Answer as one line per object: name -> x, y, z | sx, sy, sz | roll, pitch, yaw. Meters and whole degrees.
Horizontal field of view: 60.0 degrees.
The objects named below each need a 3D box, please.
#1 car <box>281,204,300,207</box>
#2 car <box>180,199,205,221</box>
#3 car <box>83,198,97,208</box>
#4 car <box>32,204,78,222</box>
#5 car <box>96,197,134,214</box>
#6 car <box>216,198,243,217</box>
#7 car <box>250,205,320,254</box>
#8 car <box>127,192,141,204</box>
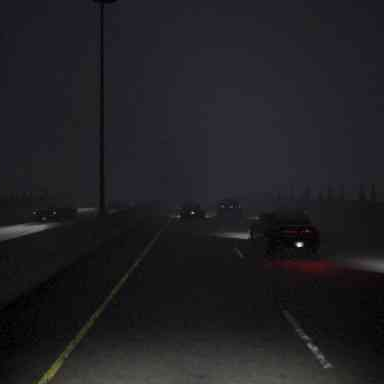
car -> 7.065, 1.570, 24.409 | 1.994, 1.385, 4.181 | 0, 0, 0
car -> 0.030, 1.570, 27.415 | 1.994, 1.385, 4.181 | 0, 0, -1
car -> -14.688, 1.610, 49.360 | 1.895, 1.301, 4.718 | 0, 0, -1
car -> -10.651, 1.606, 26.153 | 1.895, 1.301, 4.718 | 0, 0, -1
car -> -7.233, 1.498, 31.847 | 2.128, 1.511, 4.902 | 0, 0, -1
car -> 3.457, 1.359, 31.742 | 2.097, 1.767, 4.553 | 0, 0, -1
car -> 3.595, 1.508, 13.559 | 1.837, 1.490, 4.892 | 0, 0, 0
car -> -11.608, 1.077, 66.484 | 2.150, 2.045, 5.566 | 0, 0, -2
